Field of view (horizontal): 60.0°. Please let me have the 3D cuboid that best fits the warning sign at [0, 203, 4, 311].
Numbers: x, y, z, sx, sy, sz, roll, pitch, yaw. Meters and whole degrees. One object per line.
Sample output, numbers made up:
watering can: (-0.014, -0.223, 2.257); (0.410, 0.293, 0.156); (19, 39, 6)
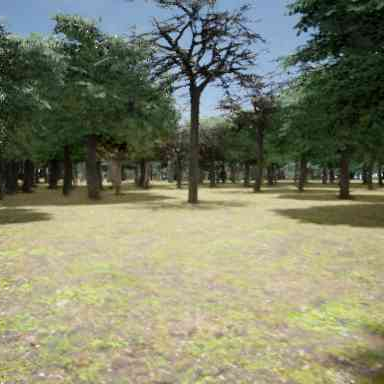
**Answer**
warning sign: (-4.088, 1.099, 5.519); (1.060, 1.860, 1.300); (2, 0, 36)
